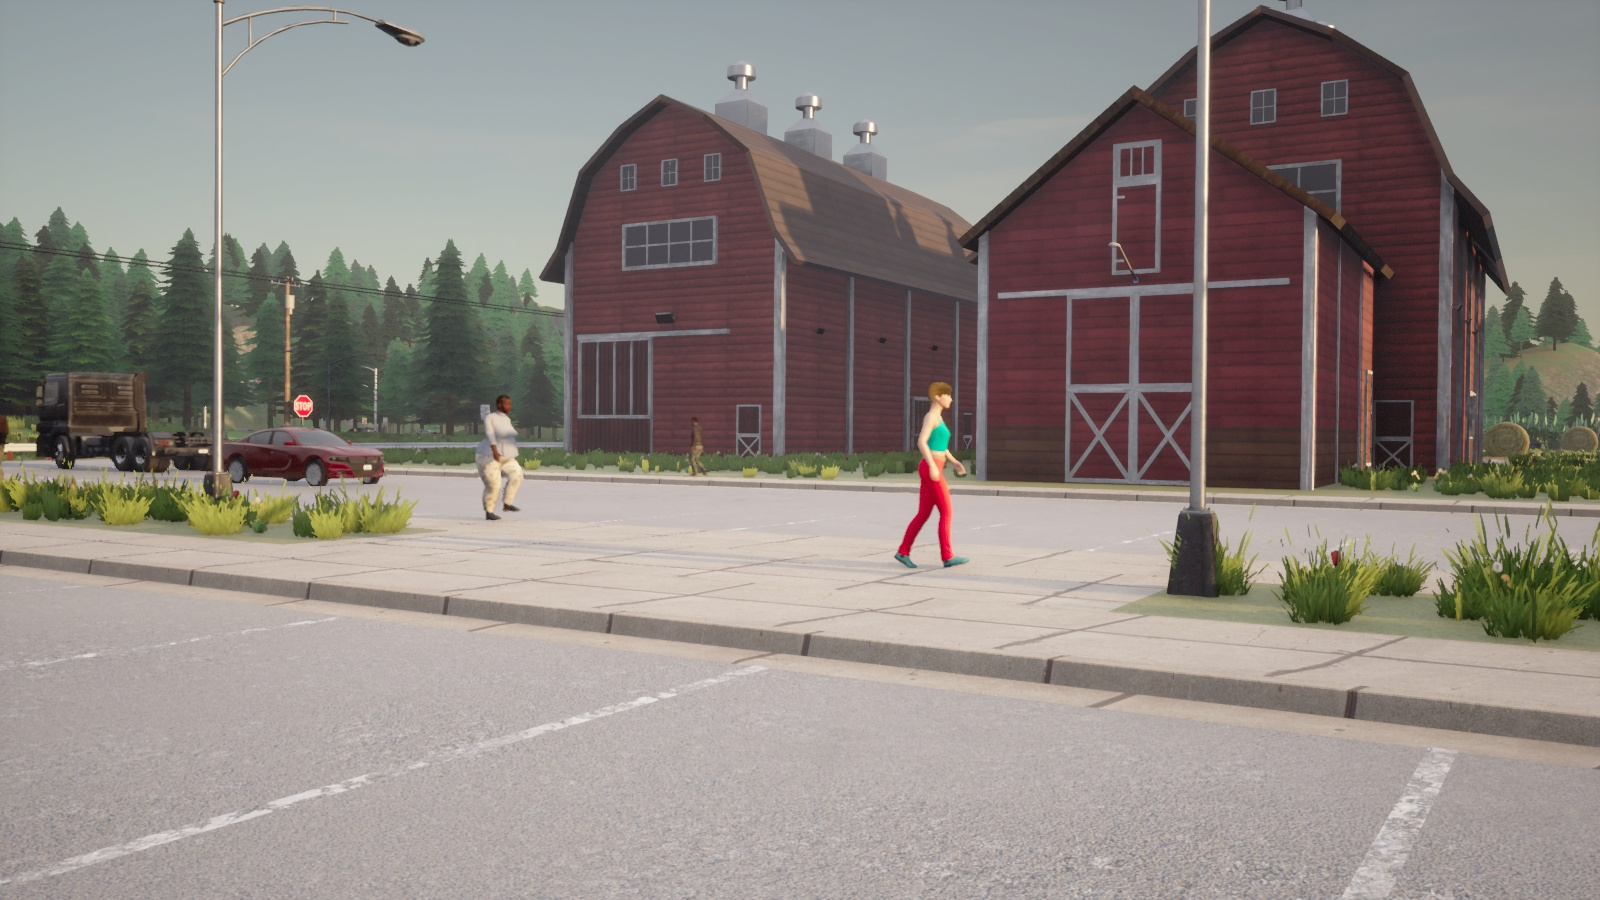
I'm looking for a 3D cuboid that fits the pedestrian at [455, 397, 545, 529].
[{"bbox_3d":[-4.337,0.177,18.201,0.900,1.855,0.874,0,1,26],"label":"pedestrian"}]

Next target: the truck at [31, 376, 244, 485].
[{"bbox_3d":[-22.779,-0.632,43.029,7.936,3.462,2.891,0,1,33],"label":"truck"}]

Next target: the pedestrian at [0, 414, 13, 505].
[{"bbox_3d":[-16.528,0.186,25.657,0.703,1.840,0.431,0,1,27],"label":"pedestrian"}]

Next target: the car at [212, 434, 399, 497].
[{"bbox_3d":[-13.116,0.374,33.202,5.008,1.535,1.882,0,1,30],"label":"car"}]

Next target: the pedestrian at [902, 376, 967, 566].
[{"bbox_3d":[1.324,0.204,12.321,0.594,1.836,0.345,0,1,11],"label":"pedestrian"}]

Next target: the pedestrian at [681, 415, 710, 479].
[{"bbox_3d":[-3.075,-0.090,36.977,0.703,1.840,0.431,0,1,30],"label":"pedestrian"}]
